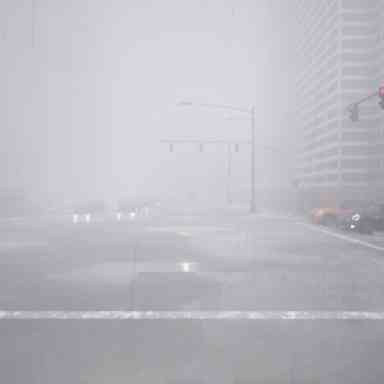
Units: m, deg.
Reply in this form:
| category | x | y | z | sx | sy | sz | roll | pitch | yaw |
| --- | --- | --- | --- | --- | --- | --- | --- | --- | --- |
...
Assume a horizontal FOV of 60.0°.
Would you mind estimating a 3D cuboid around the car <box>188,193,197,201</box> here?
| category | x | y | z | sx | sy | sz | roll | pitch | yaw |
| --- | --- | --- | --- | --- | --- | --- | --- | --- | --- |
| car | 0.090 | 1.047 | 74.988 | 2.097 | 1.767 | 4.553 | 0 | 0 | 0 |

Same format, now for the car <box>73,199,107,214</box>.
| category | x | y | z | sx | sy | sz | roll | pitch | yaw |
| --- | --- | --- | --- | --- | --- | --- | --- | --- | --- |
| car | -10.527 | 1.483 | 34.848 | 2.033 | 1.411 | 5.357 | 0 | 0 | 4 |

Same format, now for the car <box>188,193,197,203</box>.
| category | x | y | z | sx | sy | sz | roll | pitch | yaw |
| --- | --- | --- | --- | --- | --- | --- | --- | --- | --- |
| car | 0.078 | 1.429 | 64.734 | 2.033 | 1.411 | 5.357 | 0 | 0 | 0 |

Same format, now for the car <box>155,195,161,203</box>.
| category | x | y | z | sx | sy | sz | roll | pitch | yaw |
| --- | --- | --- | --- | --- | --- | --- | --- | --- | --- |
| car | -6.947 | 1.389 | 63.580 | 1.837 | 1.490 | 4.892 | 0 | 0 | 1 |

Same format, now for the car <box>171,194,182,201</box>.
| category | x | y | z | sx | sy | sz | roll | pitch | yaw |
| --- | --- | --- | --- | --- | --- | --- | --- | --- | --- |
| car | -3.410 | 1.217 | 75.023 | 2.128 | 1.511 | 4.902 | 0 | 0 | 0 |

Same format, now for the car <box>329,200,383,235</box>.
| category | x | y | z | sx | sy | sz | roll | pitch | yaw |
| --- | --- | --- | --- | --- | --- | --- | --- | --- | --- |
| car | 10.261 | 1.319 | 17.933 | 4.553 | 1.767 | 2.097 | 0 | 0 | -2 |

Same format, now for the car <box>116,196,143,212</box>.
| category | x | y | z | sx | sy | sz | roll | pitch | yaw |
| --- | --- | --- | --- | --- | --- | --- | --- | --- | --- |
| car | -7.044 | 1.457 | 37.549 | 1.812 | 1.442 | 4.674 | 0 | 0 | 0 |

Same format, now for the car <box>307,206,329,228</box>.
| category | x | y | z | sx | sy | sz | roll | pitch | yaw |
| --- | --- | --- | --- | --- | --- | --- | --- | --- | --- |
| car | 9.874 | 1.313 | 21.581 | 4.553 | 1.767 | 2.097 | 0 | 0 | 0 |

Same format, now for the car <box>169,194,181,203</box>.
| category | x | y | z | sx | sy | sz | roll | pitch | yaw |
| --- | --- | --- | --- | --- | --- | --- | --- | --- | --- |
| car | -3.422 | 1.373 | 64.738 | 2.128 | 1.511 | 4.902 | 0 | 0 | 0 |

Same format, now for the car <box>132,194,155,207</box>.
| category | x | y | z | sx | sy | sz | roll | pitch | yaw |
| --- | --- | --- | --- | --- | --- | --- | --- | --- | --- |
| car | -7.019 | 1.416 | 48.426 | 1.837 | 1.490 | 4.892 | 0 | 0 | 0 |
